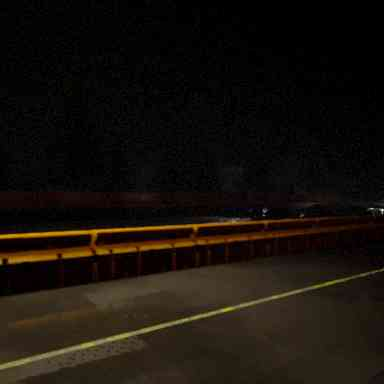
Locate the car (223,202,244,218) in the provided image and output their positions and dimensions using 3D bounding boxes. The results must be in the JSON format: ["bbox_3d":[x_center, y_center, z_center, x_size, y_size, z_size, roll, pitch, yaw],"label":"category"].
[{"bbox_3d":[5.298,1.792,34.339,5.008,1.535,1.882,1,-1,-41],"label":"car"}]

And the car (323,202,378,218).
[{"bbox_3d":[12.978,1.847,27.098,4.892,1.490,1.837,1,0,-41],"label":"car"}]

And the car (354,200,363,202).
[{"bbox_3d":[32.598,2.337,65.072,1.812,1.442,4.674,0,-1,34],"label":"car"}]

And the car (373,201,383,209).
[{"bbox_3d":[35.331,2.353,62.856,1.812,1.442,4.674,0,-1,34],"label":"car"}]

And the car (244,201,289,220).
[{"bbox_3d":[7.447,1.668,31.586,4.553,1.767,2.097,1,-1,-41],"label":"car"}]

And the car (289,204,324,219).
[{"bbox_3d":[11.384,1.841,30.349,4.902,1.511,2.128,1,-1,-41],"label":"car"}]
